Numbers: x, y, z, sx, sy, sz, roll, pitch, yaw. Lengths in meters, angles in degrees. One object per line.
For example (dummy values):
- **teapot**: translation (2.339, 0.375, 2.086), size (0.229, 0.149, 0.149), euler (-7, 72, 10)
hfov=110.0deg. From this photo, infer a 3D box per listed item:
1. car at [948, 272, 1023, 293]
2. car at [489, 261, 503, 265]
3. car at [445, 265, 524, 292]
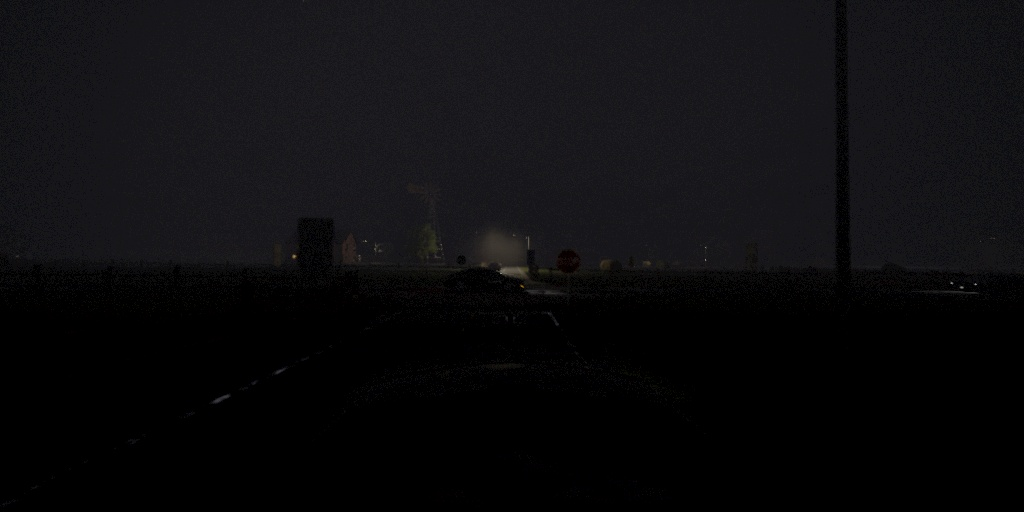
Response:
- **car**: translation (34.676, 1.875, 25.566), size (5.357, 1.411, 2.033), euler (1, -1, -1)
- **car**: translation (-2.791, 1.768, 55.250), size (1.812, 1.442, 4.674), euler (0, -1, 1)
- **car**: translation (-1.678, 1.509, 22.254), size (4.892, 1.490, 1.837), euler (1, -1, -1)
